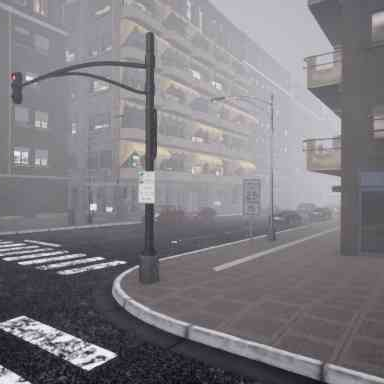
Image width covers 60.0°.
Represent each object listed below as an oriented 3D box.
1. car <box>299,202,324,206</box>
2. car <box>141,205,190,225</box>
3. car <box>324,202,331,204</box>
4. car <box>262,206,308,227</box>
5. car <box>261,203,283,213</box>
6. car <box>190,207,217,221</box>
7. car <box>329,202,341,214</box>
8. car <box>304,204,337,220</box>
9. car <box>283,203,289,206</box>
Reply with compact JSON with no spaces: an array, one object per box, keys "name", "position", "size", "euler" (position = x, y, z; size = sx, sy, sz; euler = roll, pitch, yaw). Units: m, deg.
[{"name":"car","position":[14.731,2.150,41.947],"size":[2.097,1.767,4.553],"euler":[0,-1,35]},{"name":"car","position":[-2.324,1.822,27.492],"size":[1.967,1.590,4.097],"euler":[-1,-1,35]},{"name":"car","position":[22.538,2.640,53.193],"size":[1.895,1.301,4.718],"euler":[0,-1,35]},{"name":"car","position":[7.740,2.096,27.409],"size":[1.947,1.339,4.313],"euler":[-1,-2,35]},{"name":"car","position":[10.616,2.328,46.135],"size":[1.887,1.381,4.507],"euler":[-1,-1,35]},{"name":"car","position":[0.911,2.064,32.150],"size":[1.802,1.307,4.206],"euler":[-1,-1,35]},{"name":"car","position":[20.779,2.460,46.197],"size":[1.752,1.417,4.829],"euler":[-1,-2,35]},{"name":"car","position":[14.211,2.297,36.733],"size":[1.947,1.339,4.313],"euler":[-1,-2,35]},{"name":"car","position":[13.755,2.406,50.658],"size":[1.752,1.417,4.829],"euler":[-1,-1,35]}]
